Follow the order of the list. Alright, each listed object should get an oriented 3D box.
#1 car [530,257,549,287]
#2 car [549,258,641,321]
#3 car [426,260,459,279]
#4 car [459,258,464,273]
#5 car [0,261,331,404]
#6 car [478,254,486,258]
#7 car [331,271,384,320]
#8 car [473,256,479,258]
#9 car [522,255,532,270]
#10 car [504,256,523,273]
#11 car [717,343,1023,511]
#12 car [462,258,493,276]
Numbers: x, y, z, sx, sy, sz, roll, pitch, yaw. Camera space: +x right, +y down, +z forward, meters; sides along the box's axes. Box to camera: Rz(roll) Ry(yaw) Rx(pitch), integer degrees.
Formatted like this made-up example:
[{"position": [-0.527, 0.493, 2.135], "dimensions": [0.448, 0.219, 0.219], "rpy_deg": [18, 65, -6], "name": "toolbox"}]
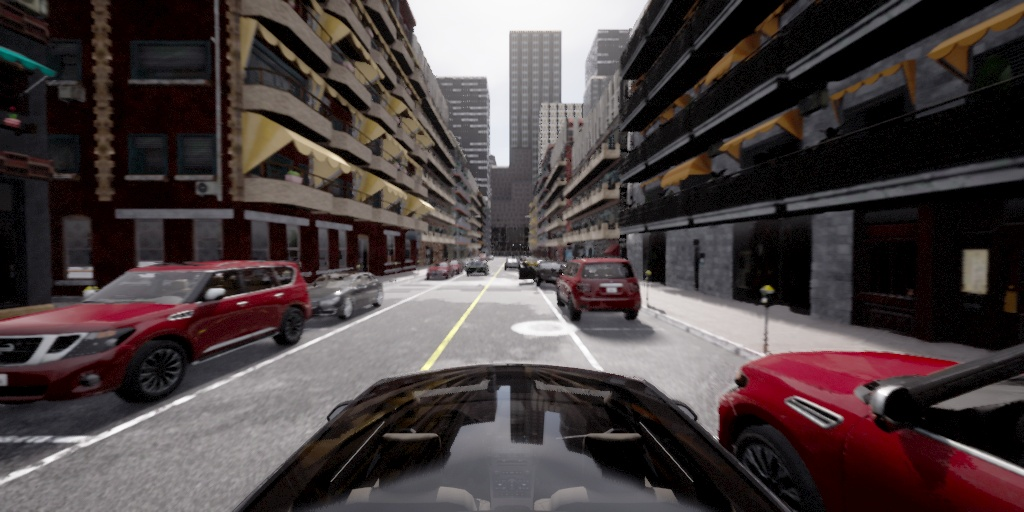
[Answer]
[{"position": [2.360, 1.053, 22.867], "dimensions": [1.882, 1.535, 5.008], "rpy_deg": [0, 0, 0], "name": "car"}, {"position": [2.689, 0.979, 12.038], "dimensions": [2.192, 1.841, 5.009], "rpy_deg": [0, 0, 0], "name": "car"}, {"position": [-5.692, 1.108, 28.872], "dimensions": [1.802, 1.307, 4.207], "rpy_deg": [0, 0, 0], "name": "car"}, {"position": [-5.692, 1.061, 34.474], "dimensions": [1.802, 1.307, 4.207], "rpy_deg": [0, 0, 0], "name": "car"}, {"position": [-5.682, 1.025, 6.465], "dimensions": [2.192, 1.841, 5.009], "rpy_deg": [0, 0, 0], "name": "car"}, {"position": [-5.692, 0.846, 56.881], "dimensions": [2.007, 1.370, 4.403], "rpy_deg": [0, 0, 0], "name": "car"}, {"position": [-5.699, 1.215, 12.067], "dimensions": [2.007, 1.370, 4.403], "rpy_deg": [0, 0, 0], "name": "car"}, {"position": [-5.692, 0.938, 45.678], "dimensions": [2.007, 1.370, 4.403], "rpy_deg": [0, 0, 0], "name": "car"}, {"position": [2.689, 0.867, 51.421], "dimensions": [1.751, 1.417, 4.829], "rpy_deg": [0, 0, 0], "name": "car"}, {"position": [0.032, 0.969, 43.470], "dimensions": [1.994, 1.385, 4.181], "rpy_deg": [0, 0, 0], "name": "car"}, {"position": [2.689, 1.072, 0.834], "dimensions": [2.192, 1.841, 5.009], "rpy_deg": [0, 0, 0], "name": "car"}, {"position": [-3.090, 1.094, 32.827], "dimensions": [1.895, 1.301, 4.718], "rpy_deg": [0, 0, 0], "name": "car"}]
